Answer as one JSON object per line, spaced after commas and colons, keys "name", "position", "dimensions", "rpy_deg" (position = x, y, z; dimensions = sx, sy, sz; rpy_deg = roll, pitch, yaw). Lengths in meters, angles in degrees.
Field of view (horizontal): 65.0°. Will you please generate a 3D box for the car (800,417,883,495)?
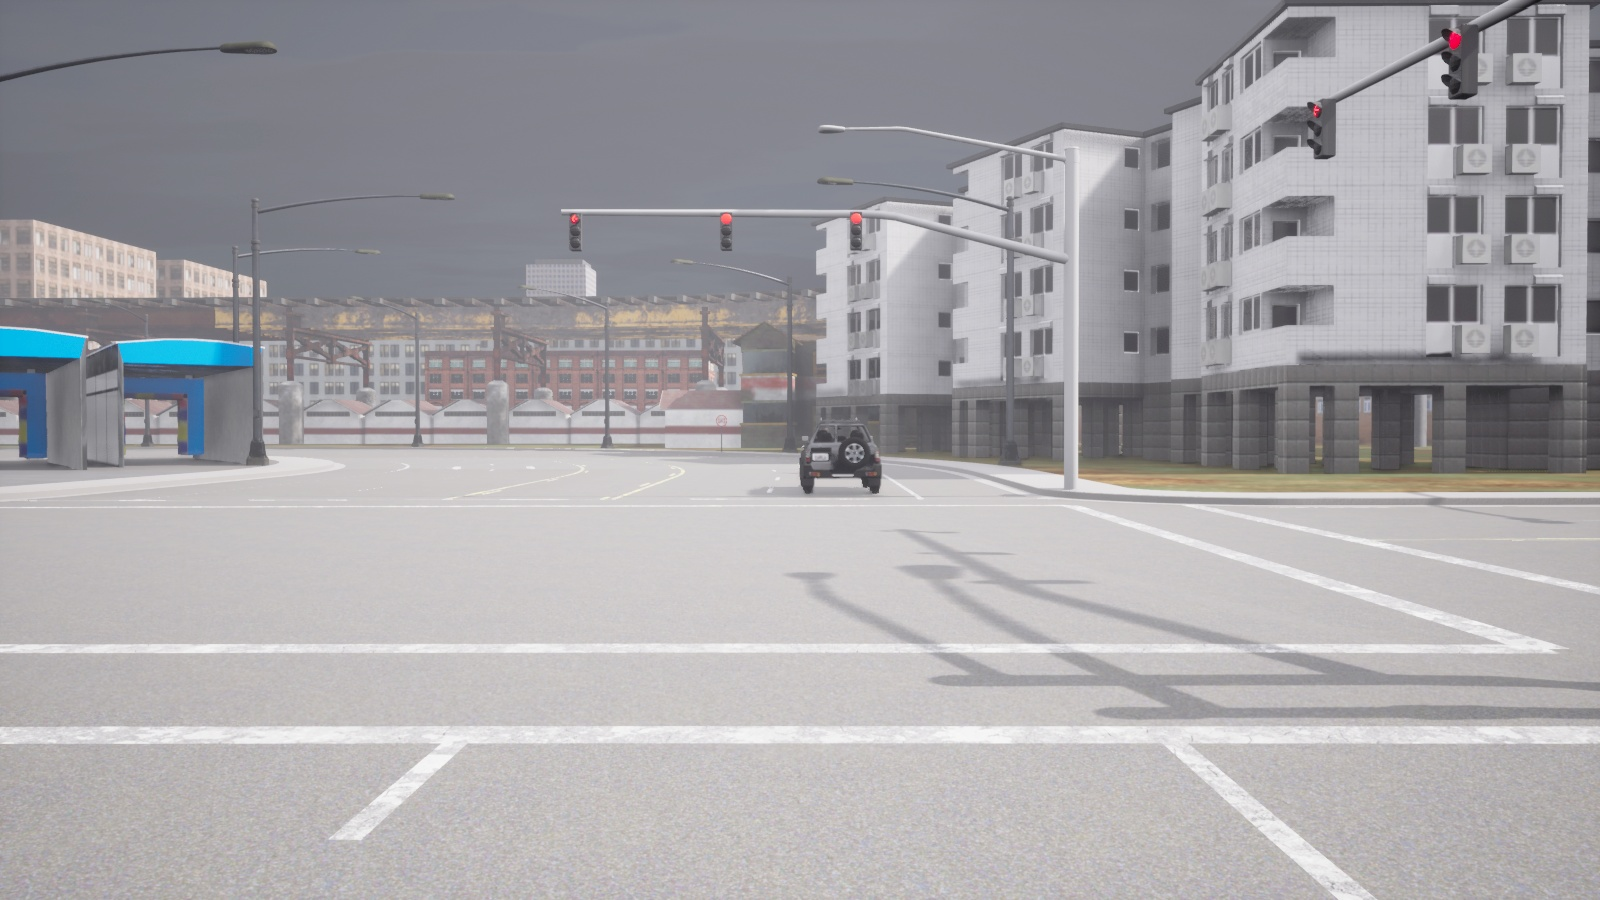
{"name": "car", "position": [0.984, 0.105, 32.070], "dimensions": [1.932, 1.855, 4.605], "rpy_deg": [0, 1, -1]}
